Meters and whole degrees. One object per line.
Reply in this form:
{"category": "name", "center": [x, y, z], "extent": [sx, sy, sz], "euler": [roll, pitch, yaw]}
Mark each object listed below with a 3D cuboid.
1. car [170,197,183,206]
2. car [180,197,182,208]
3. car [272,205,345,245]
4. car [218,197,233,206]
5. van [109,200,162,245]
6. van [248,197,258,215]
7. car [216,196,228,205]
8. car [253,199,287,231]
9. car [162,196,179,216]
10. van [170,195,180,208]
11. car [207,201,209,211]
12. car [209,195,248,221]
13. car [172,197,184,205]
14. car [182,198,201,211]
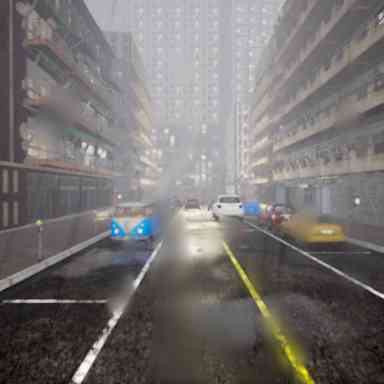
{"category": "car", "center": [-2.498, 1.562, 54.071], "extent": [1.947, 1.339, 4.313], "euler": [-1, 0, 0]}
{"category": "car", "center": [-2.508, 1.312, 48.522], "extent": [2.192, 1.841, 5.009], "euler": [-1, 0, 0]}
{"category": "car", "center": [5.325, 1.535, 15.405], "extent": [1.752, 1.417, 4.829], "euler": [-1, 0, 0]}
{"category": "car", "center": [5.382, 1.553, 54.079], "extent": [1.887, 1.381, 4.507], "euler": [-1, 0, 0]}
{"category": "van", "center": [-2.557, 1.339, 15.227], "extent": [1.690, 1.788, 3.998], "euler": [-1, 0, 0]}
{"category": "van", "center": [5.348, 1.352, 31.882], "extent": [1.690, 1.788, 3.998], "euler": [-1, 0, 0]}
{"category": "car", "center": [5.391, 1.533, 59.798], "extent": [1.752, 1.417, 4.829], "euler": [-1, 0, 0]}
{"category": "car", "center": [5.332, 1.451, 20.784], "extent": [1.967, 1.590, 4.097], "euler": [-1, 0, 0]}
{"category": "car", "center": [-2.532, 1.439, 31.875], "extent": [1.967, 1.590, 4.097], "euler": [-1, 0, 0]}
{"category": "van", "center": [-2.524, 1.339, 37.423], "extent": [1.690, 1.788, 3.998], "euler": [-1, 0, 0]}
{"category": "car", "center": [2.844, 1.531, 40.695], "extent": [1.812, 1.442, 4.674], "euler": [0, 0, 1]}
{"category": "car", "center": [2.842, 1.231, 27.181], "extent": [2.150, 2.045, 5.566], "euler": [0, 0, 0]}
{"category": "car", "center": [-2.490, 1.540, 59.620], "extent": [1.887, 1.381, 4.507], "euler": [-1, 0, 0]}
{"category": "car", "center": [0.057, 1.479, 41.138], "extent": [1.882, 1.535, 5.008], "euler": [0, 0, 0]}
